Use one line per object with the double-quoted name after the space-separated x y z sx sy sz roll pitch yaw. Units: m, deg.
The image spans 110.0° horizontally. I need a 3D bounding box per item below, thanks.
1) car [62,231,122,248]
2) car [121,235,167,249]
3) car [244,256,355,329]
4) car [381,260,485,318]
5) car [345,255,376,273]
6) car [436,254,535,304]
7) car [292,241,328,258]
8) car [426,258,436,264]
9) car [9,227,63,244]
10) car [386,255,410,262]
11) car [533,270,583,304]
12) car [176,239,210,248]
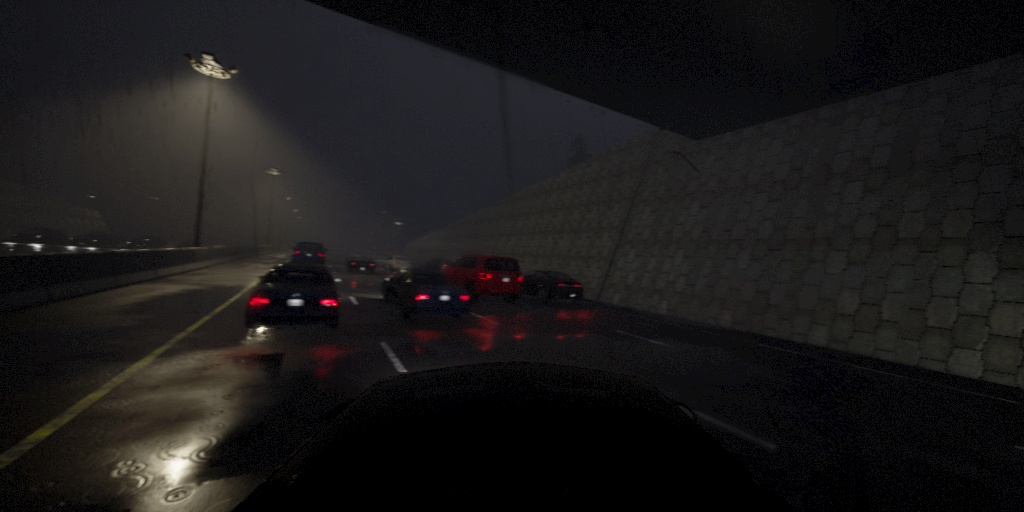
-39.146 -1.586 33.921 2.033 1.411 5.357 5 0 -29 "car"
-36.094 -1.329 35.615 1.837 1.490 4.892 5 0 -29 "car"
-5.581 0.907 9.437 2.033 1.411 5.357 5 0 -29 "car"
-3.070 1.126 12.108 2.033 1.411 5.357 5 0 -29 "car"
-12.072 0.580 28.410 1.895 1.301 4.718 5 0 -29 "car"
-1.539 0.954 16.606 2.150 2.045 5.566 5 -1 -29 "car"
-15.424 -0.076 27.317 2.150 2.045 5.566 5 0 -29 "car"
-6.713 0.946 33.162 1.837 1.490 4.892 5 0 -29 "car"
-42.198 -1.843 32.227 1.812 1.442 4.674 5 0 -29 "car"
-10.270 0.677 32.353 1.812 1.442 4.674 5 0 -29 "car"
1.553 1.483 18.188 2.128 1.511 4.902 5 0 -29 "car"
-33.046 -1.018 37.309 1.994 1.385 4.181 5 0 -29 "car"
